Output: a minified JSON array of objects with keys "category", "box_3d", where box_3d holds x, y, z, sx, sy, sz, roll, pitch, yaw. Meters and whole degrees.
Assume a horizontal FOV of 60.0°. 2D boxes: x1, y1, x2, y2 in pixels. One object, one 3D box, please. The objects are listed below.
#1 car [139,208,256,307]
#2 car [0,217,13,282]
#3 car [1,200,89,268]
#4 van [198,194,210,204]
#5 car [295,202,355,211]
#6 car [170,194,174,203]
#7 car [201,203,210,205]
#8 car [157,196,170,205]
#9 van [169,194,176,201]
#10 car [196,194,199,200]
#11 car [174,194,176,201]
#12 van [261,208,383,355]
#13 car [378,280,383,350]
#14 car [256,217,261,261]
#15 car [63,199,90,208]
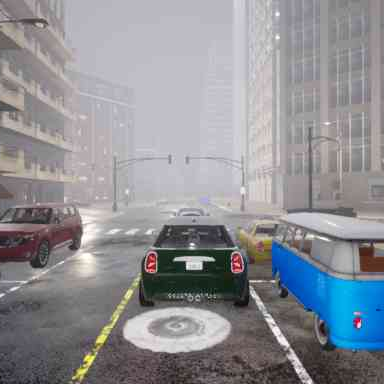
[{"category":"car","box_3d":[0.049,1.355,8.147,2.097,1.767,4.553,0,0,0]},{"category":"car","box_3d":[-5.320,1.442,5.906,1.967,1.590,4.097,0,0,0]},{"category":"car","box_3d":[-5.329,1.321,11.442,2.192,1.841,5.009,0,0,0]},{"category":"van","box_3d":[2.460,1.429,60.458,1.690,1.788,3.998,0,0,0]},{"category":"car","box_3d":[9.947,1.462,26.140,5.357,1.411,2.033,0,-1,14]},{"category":"car","box_3d":[-5.441,1.561,71.549,1.967,1.590,4.097,0,0,0]},{"category":"car","box_3d":[-0.031,1.536,17.190,1.812,1.442,4.674,0,0,0]},{"category":"car","box_3d":[-5.420,1.613,60.273,1.752,1.417,4.829,0,0,0]},{"category":"van","box_3d":[-5.481,1.542,93.757,1.690,1.788,3.998,0,0,0]},{"category":"car","box_3d":[2.419,1.704,82.667,1.887,1.381,4.507,0,0,0]},{"category":"car","box_3d":[-5.451,1.706,77.101,1.947,1.339,4.313,0,0,0]},{"category":"van","box_3d":[2.561,1.343,5.927,1.690,1.788,3.998,0,0,0]},{"category":"car","box_3d":[2.569,1.525,0.563,1.752,1.417,4.829,0,0,0]},{"category":"car","box_3d":[2.549,1.531,11.633,1.752,1.417,4.829,0,0,0]},{"category":"car","box_3d":[-18.227,1.829,52.384,4.718,1.301,1.895,-1,-1,41]}]
